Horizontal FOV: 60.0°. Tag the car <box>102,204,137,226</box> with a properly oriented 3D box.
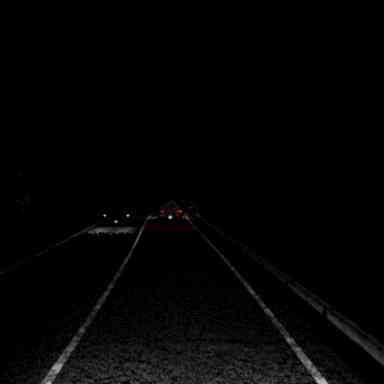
[{"bbox_3d":[-4.926,1.544,23.060,1.895,1.301,4.718,0,0,-5],"label":"car"}]

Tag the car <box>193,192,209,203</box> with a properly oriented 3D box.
[{"bbox_3d":[1.405,0.988,63.590,2.150,2.045,5.566,-3,-1,26],"label":"car"}]

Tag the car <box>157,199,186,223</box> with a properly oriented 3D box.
[{"bbox_3d":[-1.649,1.478,24.922,1.812,1.442,4.674,0,0,-4],"label":"car"}]

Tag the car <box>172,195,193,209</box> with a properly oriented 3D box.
[{"bbox_3d":[-1.513,1.178,41.648,2.097,1.767,4.553,-1,0,5],"label":"car"}]
